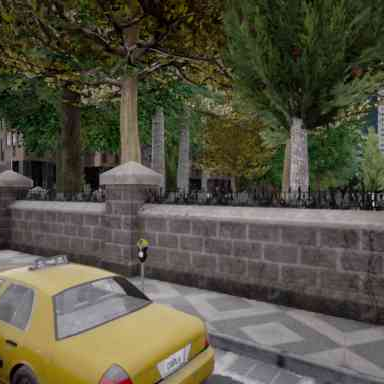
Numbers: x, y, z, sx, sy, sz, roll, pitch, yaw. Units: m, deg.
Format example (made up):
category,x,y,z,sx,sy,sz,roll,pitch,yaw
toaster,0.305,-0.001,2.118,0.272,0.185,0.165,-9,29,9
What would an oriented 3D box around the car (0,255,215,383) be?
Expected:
category,x,y,z,sx,sy,sz,roll,pitch,yaw
car,-2.042,1.525,4.413,4.829,1.417,1.752,0,0,35
